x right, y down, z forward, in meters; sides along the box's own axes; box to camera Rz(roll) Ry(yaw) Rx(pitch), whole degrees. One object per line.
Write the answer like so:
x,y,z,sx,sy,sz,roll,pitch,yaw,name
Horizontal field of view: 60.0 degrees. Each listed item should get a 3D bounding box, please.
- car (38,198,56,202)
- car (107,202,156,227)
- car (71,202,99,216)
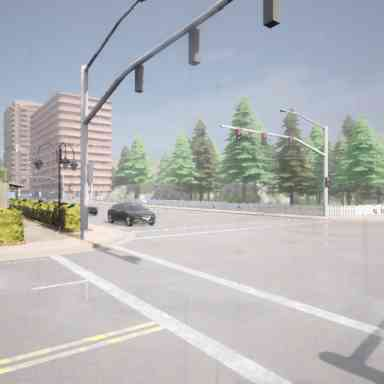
-18.580,1.492,42.271,2.128,1.511,4.902,0,0,-37,car
-4.295,1.505,23.206,1.837,1.490,4.892,0,0,-37,car
-10.478,1.601,31.450,1.895,1.301,4.718,0,0,-37,car
